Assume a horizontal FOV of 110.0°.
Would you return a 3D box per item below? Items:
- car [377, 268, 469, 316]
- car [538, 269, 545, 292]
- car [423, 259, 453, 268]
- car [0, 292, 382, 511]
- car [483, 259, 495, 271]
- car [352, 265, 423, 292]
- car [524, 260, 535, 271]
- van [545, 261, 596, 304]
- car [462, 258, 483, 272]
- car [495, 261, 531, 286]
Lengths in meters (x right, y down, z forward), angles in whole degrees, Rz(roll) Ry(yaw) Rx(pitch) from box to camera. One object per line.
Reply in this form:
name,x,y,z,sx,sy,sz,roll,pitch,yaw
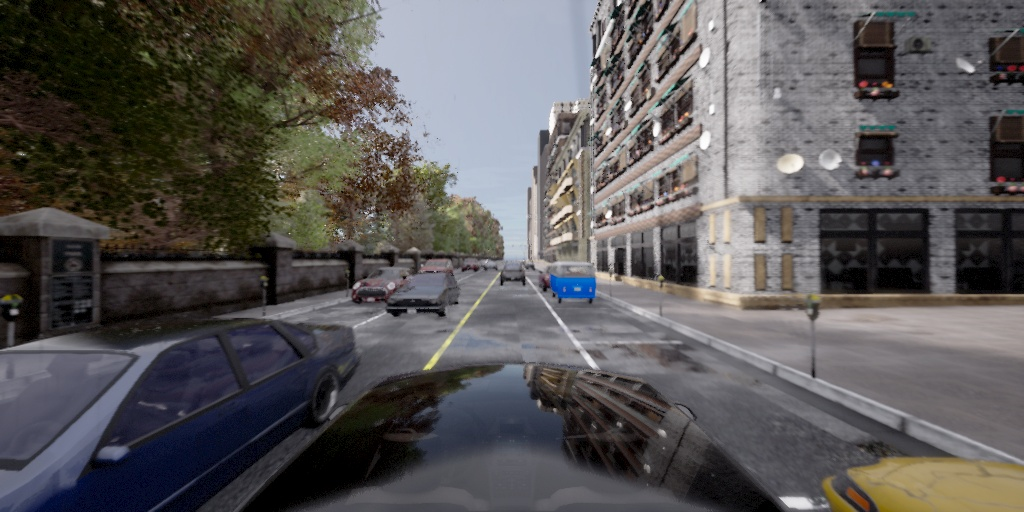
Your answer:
car,-3.105,1.343,13.794,2.033,1.411,5.357,0,0,0
car,2.670,1.263,22.051,1.967,1.591,4.097,0,0,0
car,-5.717,1.163,27.578,2.192,1.841,5.009,0,0,0
car,-3.098,1.304,2.948,2.033,1.411,5.357,0,0,0
car,-3.112,1.476,53.650,1.812,1.442,4.674,0,0,0
car,-5.705,1.246,16.501,1.967,1.591,4.097,0,0,0
car,2.634,1.505,55.283,2.007,1.370,4.403,0,0,0
van,2.676,1.143,16.513,1.690,1.789,3.998,0,0,0
car,-5.740,1.250,49.733,2.192,1.841,5.009,0,0,0
car,0.072,1.334,26.751,2.128,1.511,4.902,0,0,0
